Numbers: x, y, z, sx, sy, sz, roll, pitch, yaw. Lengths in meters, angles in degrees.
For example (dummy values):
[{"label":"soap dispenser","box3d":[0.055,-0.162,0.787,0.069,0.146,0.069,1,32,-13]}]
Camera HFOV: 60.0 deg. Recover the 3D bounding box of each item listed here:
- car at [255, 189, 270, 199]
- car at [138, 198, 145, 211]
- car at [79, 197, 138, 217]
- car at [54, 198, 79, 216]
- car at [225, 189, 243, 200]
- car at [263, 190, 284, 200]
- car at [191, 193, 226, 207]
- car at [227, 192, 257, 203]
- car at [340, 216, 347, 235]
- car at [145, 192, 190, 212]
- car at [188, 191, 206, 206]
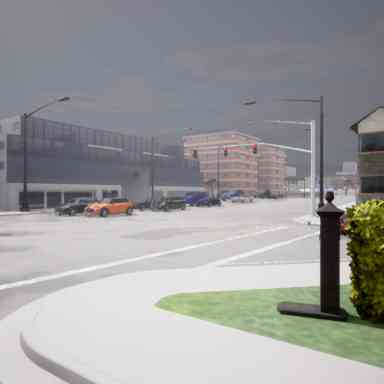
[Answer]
[{"label":"car","box3d":[14.281,0.401,67.771,2.150,2.045,5.566,0,0,35]},{"label":"car","box3d":[-5.451,1.433,39.782,2.033,1.411,5.357,0,1,35]},{"label":"car","box3d":[-7.614,1.301,30.589,2.097,1.767,4.553,0,0,35]},{"label":"car","box3d":[-10.874,1.306,32.030,2.097,1.767,4.553,0,0,35]},{"label":"car","box3d":[7.159,0.584,57.755,2.150,2.045,5.566,0,2,35]},{"label":"car","box3d":[16.047,0.792,64.229,1.895,1.301,4.718,0,1,36]},{"label":"car","box3d":[2.262,1.293,44.686,1.994,1.385,4.181,0,1,35]},{"label":"car","box3d":[8.001,1.060,52.868,1.895,1.301,4.718,0,2,35]},{"label":"car","box3d":[9.534,1.563,17.035,4.181,1.385,1.994,0,0,-10]},{"label":"car","box3d":[-2.684,1.240,37.612,2.097,1.767,4.553,0,1,35]},{"label":"car","box3d":[0.229,0.915,47.883,2.150,2.045,5.566,0,1,35]}]
